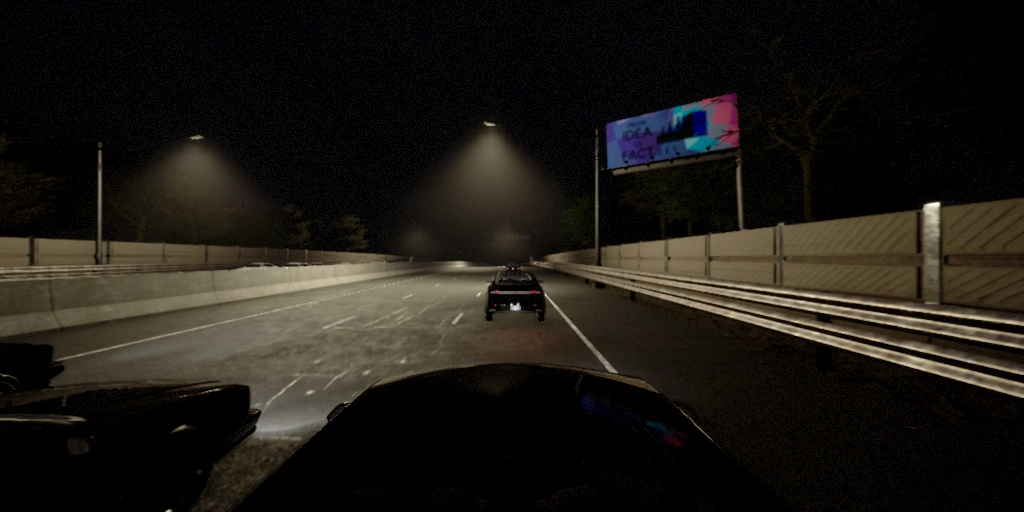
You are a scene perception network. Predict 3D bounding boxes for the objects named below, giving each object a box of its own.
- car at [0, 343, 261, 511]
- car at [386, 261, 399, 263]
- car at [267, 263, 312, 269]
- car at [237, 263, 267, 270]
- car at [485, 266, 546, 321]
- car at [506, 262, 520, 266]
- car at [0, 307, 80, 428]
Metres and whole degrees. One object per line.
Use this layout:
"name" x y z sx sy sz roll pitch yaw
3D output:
"car" -3.401 1.297 1.038 2.033 1.411 5.357 0 0 0
"car" -17.553 1.481 51.954 2.128 1.511 4.902 0 -1 1
"car" -21.088 1.376 34.822 1.812 1.442 4.674 0 0 0
"car" -24.587 1.376 34.814 1.812 1.442 4.674 0 0 0
"car" 0.101 1.264 12.577 2.128 1.511 4.902 0 0 0
"car" 0.107 1.441 41.512 2.033 1.411 5.357 0 0 0
"car" -6.900 1.352 2.575 1.895 1.301 4.718 0 0 0
